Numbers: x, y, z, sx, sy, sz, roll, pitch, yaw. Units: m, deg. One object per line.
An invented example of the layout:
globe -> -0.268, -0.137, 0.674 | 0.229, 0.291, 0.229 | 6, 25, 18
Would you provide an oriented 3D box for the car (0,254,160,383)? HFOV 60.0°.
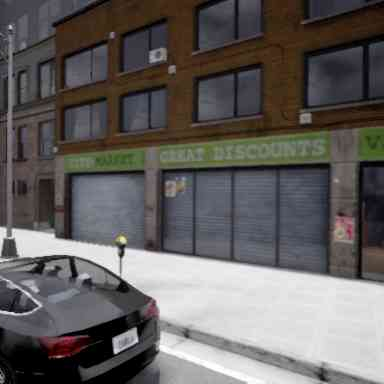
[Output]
car -> -2.379, 1.572, 4.649 | 4.313, 1.339, 1.947 | 0, 1, 36
